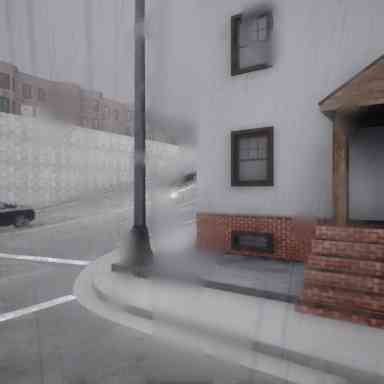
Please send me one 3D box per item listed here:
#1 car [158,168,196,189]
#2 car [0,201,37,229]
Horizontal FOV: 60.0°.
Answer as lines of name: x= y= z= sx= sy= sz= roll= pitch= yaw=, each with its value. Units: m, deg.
car: x=-1.171 y=-1.372 z=30.400 sx=1.812 sy=1.442 sz=4.674 roll=0 pitch=14 yaw=35
car: x=-10.568 y=1.287 z=17.004 sx=2.128 sy=1.511 sz=4.902 roll=0 pitch=4 yaw=36
